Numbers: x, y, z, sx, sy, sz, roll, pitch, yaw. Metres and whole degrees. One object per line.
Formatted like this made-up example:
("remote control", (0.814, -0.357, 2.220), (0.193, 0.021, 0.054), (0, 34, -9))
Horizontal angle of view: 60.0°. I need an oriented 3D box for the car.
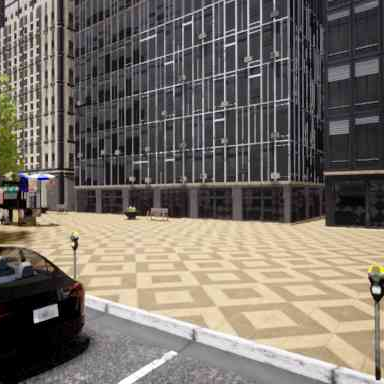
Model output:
("car", (-3.531, 1.566, 5.406), (4.313, 1.339, 1.947), (0, 0, 36))
